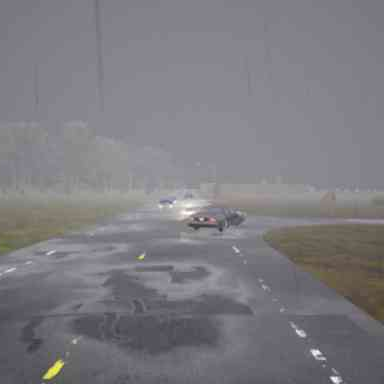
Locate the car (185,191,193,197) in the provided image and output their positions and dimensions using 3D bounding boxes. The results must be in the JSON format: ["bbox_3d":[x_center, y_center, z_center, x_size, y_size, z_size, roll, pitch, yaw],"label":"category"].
[{"bbox_3d":[-0.784,0.489,86.748,1.837,1.490,4.892,0,1,-1],"label":"car"}]

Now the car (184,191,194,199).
[{"bbox_3d":[-0.676,0.624,76.703,2.097,1.767,4.553,0,1,-1],"label":"car"}]

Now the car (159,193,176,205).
[{"bbox_3d":[-3.978,1.161,51.483,1.882,1.535,5.008,0,0,0],"label":"car"}]

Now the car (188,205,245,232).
[{"bbox_3d":[1.627,1.525,20.273,2.033,1.411,5.357,0,0,26],"label":"car"}]
